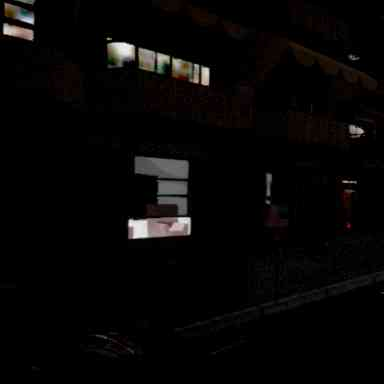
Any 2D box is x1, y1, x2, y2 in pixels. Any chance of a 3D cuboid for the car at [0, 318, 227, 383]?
[{"bbox_3d":[-1.821,1.532,1.577,4.507,1.381,1.887,0,1,-35],"label":"car"}]
